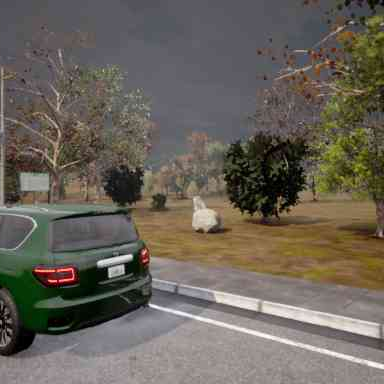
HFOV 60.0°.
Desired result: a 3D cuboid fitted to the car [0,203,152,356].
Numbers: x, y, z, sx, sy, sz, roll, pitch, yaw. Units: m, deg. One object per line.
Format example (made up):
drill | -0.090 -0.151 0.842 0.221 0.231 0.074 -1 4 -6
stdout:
car | -3.265 1.221 6.299 5.566 2.045 2.150 0 0 35
